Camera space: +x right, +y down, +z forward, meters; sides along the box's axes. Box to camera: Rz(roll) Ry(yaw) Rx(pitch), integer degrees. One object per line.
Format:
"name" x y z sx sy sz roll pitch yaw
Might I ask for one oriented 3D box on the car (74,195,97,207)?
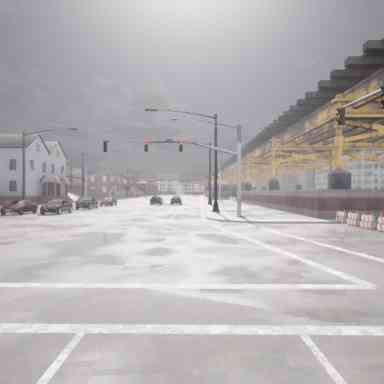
"car" -16.972 1.352 53.206 2.097 1.767 4.553 0 0 2

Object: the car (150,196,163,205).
"car" -6.252 1.478 58.923 1.882 1.535 5.008 0 0 1

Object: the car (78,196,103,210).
"car" -13.704 1.505 43.666 1.837 1.490 4.892 0 0 1

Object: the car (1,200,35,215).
"car" -17.440 1.526 33.912 1.812 1.442 4.674 0 0 1

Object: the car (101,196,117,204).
"car" -16.586 1.526 66.445 1.812 1.442 4.674 0 0 2

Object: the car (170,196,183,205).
"car" -2.753 1.505 58.841 1.837 1.490 4.892 0 0 1

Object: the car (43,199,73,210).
"car" -17.221 1.601 43.003 1.895 1.301 4.718 0 0 1

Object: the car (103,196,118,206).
"car" -13.459 1.526 53.951 1.812 1.442 4.674 0 0 2

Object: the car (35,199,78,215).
"car" -13.925 1.505 34.414 1.837 1.490 4.892 0 0 1
